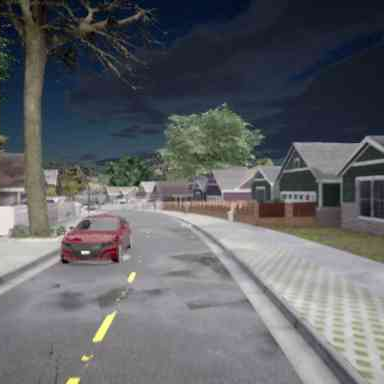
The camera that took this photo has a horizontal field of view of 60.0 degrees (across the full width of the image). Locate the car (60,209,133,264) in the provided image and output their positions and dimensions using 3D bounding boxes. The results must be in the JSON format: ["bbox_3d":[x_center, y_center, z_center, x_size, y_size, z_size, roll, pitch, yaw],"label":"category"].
[{"bbox_3d":[-3.395,1.600,12.570,1.882,1.535,5.008,0,-1,-4],"label":"car"}]
